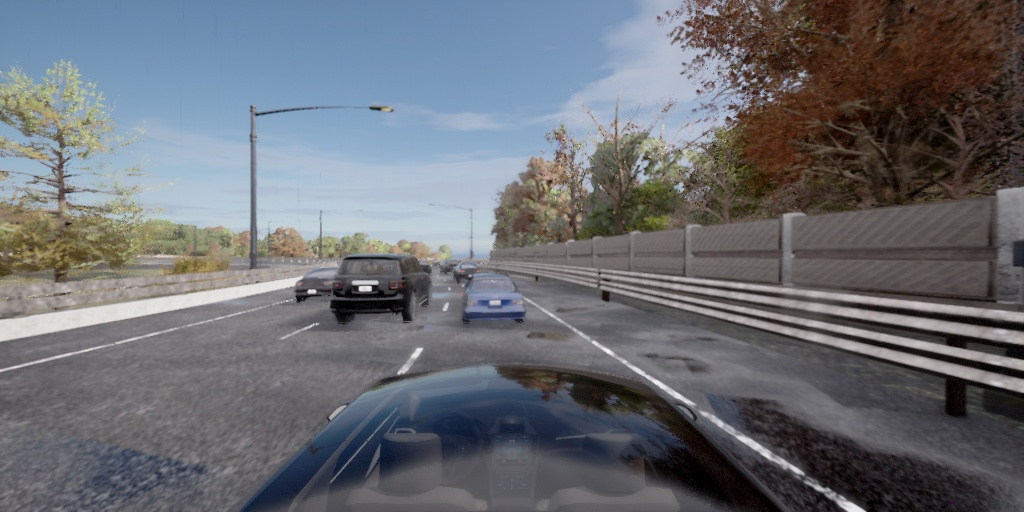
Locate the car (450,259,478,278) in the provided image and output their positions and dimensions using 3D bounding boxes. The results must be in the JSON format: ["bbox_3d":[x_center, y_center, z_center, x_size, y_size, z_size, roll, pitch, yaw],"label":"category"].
[{"bbox_3d":[-3.428,1.210,27.316,1.812,1.442,4.674,0,0,-14],"label":"car"}]

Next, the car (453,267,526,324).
[{"bbox_3d":[-0.702,1.271,11.931,2.033,1.411,5.357,0,0,-6],"label":"car"}]

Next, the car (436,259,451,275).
[{"bbox_3d":[-6.534,1.165,38.100,1.837,1.490,4.892,0,1,-19],"label":"car"}]

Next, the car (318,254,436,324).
[{"bbox_3d":[-4.111,0.947,12.101,2.150,2.045,5.566,0,0,-5],"label":"car"}]

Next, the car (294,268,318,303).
[{"bbox_3d":[-8.297,1.243,16.519,1.812,1.442,4.674,0,0,-9],"label":"car"}]
